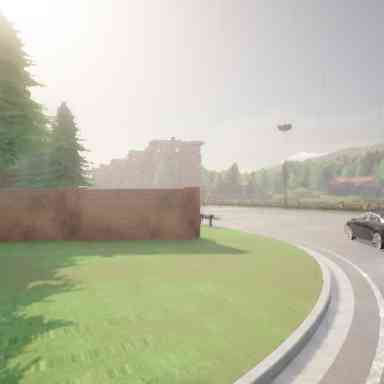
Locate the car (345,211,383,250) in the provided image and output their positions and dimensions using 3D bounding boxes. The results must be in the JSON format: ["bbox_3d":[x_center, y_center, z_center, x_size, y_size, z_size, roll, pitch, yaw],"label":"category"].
[{"bbox_3d":[8.375,1.567,14.589,2.128,1.511,4.902,0,-1,4],"label":"car"}]
